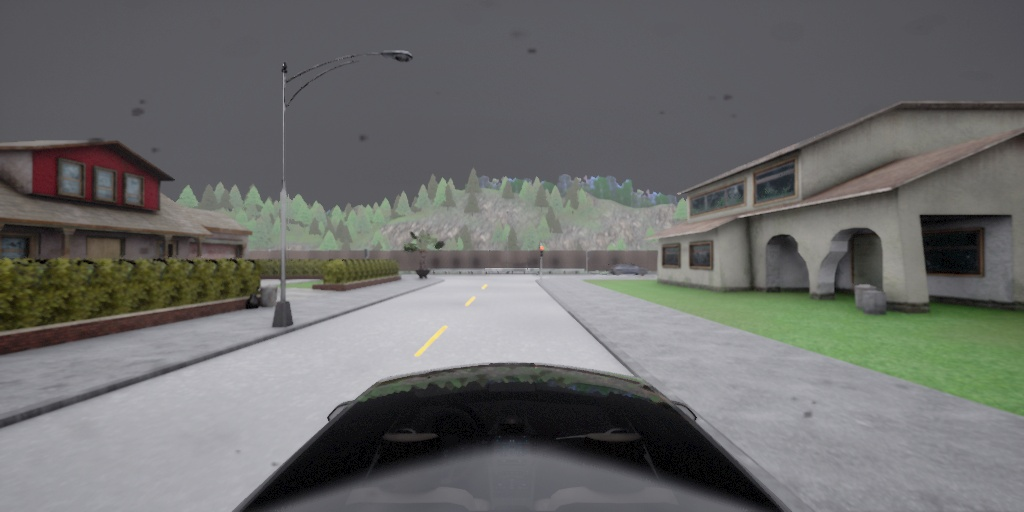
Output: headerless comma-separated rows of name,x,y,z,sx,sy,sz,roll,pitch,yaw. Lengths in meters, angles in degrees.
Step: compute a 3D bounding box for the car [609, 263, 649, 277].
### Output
car,12.996,1.505,39.986,4.181,1.385,1.994,0,-1,0
